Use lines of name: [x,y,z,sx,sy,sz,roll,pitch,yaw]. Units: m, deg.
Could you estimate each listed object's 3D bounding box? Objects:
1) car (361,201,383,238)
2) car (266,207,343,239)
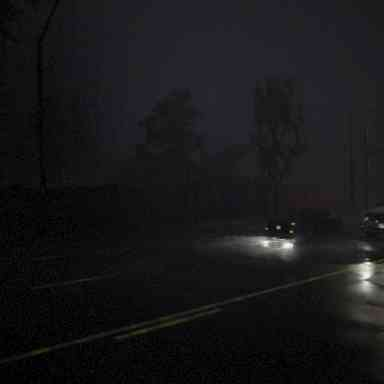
car: [10.226,1.053,15.568,5.566,2.045,2.150,-1,0,-35]
car: [5.637,1.437,16.602,4.181,1.385,1.994,-1,0,-35]
